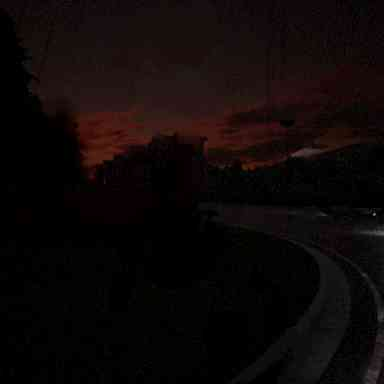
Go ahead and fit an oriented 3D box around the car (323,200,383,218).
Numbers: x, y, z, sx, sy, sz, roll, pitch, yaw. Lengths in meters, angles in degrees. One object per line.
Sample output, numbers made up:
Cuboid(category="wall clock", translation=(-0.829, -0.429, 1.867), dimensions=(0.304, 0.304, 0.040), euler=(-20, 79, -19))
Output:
Cuboid(category="car", translation=(13.529, 1.482, 28.366), dimensions=(1.895, 1.301, 4.718), euler=(0, 0, -25))
